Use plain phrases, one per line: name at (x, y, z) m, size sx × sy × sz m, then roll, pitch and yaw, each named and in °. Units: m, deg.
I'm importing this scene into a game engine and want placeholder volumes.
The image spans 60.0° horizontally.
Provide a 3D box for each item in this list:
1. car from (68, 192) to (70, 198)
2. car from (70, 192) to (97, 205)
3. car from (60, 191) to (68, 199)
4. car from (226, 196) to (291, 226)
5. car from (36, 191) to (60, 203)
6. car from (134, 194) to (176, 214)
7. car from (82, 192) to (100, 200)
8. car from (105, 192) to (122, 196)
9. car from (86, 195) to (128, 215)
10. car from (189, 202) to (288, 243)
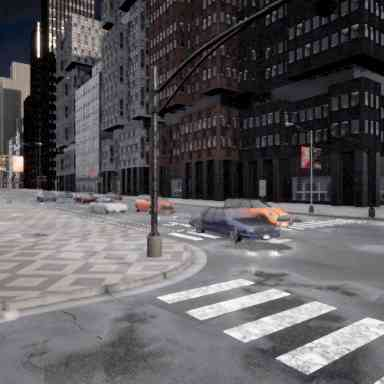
car at (-19.268, 0.708, 57.234) m, size 1.812 × 1.442 × 4.674 m, roll 0°, pitch 1°, yaw -35°
car at (-14.180, 0.869, 44.299) m, size 1.882 × 1.535 × 5.008 m, roll 0°, pitch 1°, yaw -36°
car at (-25.076, 0.573, 65.294) m, size 2.033 × 1.411 × 5.357 m, roll 0°, pitch 1°, yaw -36°
car at (3.671, 1.174, 20.044) m, size 2.097 × 1.767 × 4.553 m, roll 0°, pitch 1°, yaw -40°
car at (-21.348, 0.629, 48.779) m, size 2.097 × 1.767 × 4.553 m, roll 0°, pitch 1°, yaw -35°
car at (-3.275, 1.014, 29.127) m, size 2.097 × 1.767 × 4.553 m, roll 0°, pitch 1°, yaw -36°
car at (-19.062, 0.715, 62.506) m, size 1.895 × 1.301 × 4.718 m, roll 0°, pitch 1°, yaw -36°
car at (-12.991, 0.766, 54.077) m, size 2.128 × 1.511 × 4.902 m, roll 0°, pitch 1°, yaw -36°
car at (-7.417, 1.231, 29.318) m, size 1.895 × 1.301 × 4.718 m, roll 0°, pitch 1°, yaw -36°
car at (1.769, 1.407, 15.855) m, size 2.033 × 1.411 × 5.357 m, roll 0°, pitch 1°, yaw -29°
